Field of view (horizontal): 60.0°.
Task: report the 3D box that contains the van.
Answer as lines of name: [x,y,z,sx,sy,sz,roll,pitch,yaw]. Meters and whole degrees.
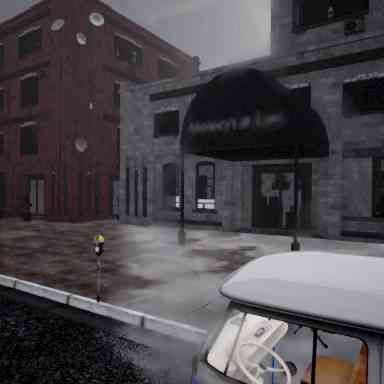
van: [1.790,1.341,1.627,3.998,1.788,1.690,0,1,34]
